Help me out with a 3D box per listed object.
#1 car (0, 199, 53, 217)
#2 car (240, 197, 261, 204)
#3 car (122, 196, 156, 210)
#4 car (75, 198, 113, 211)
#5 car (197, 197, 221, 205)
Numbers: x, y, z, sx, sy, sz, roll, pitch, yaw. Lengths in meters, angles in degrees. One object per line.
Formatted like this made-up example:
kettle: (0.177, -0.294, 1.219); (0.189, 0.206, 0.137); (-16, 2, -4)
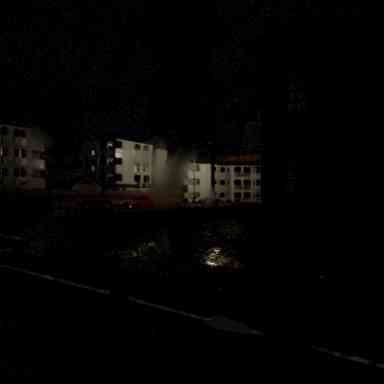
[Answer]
car: (-15.516, 1.469, 31.112); (2.128, 1.511, 4.902); (0, 0, 37)
car: (10.633, 1.583, 56.511); (4.718, 1.301, 1.895); (0, 0, -19)
car: (-6.763, 1.330, 42.486); (2.097, 1.767, 4.553); (0, 0, 39)
car: (-12.155, 1.467, 41.292); (2.128, 1.511, 4.902); (0, 0, 38)
car: (2.934, 1.542, 56.605); (4.181, 1.385, 1.994); (0, 0, -30)
